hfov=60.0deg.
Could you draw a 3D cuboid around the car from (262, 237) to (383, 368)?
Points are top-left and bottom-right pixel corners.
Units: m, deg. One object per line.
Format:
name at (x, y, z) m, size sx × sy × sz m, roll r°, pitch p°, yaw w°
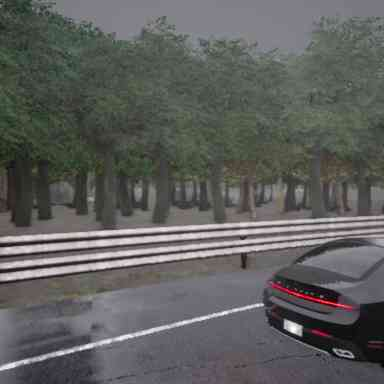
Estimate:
car at (3.384, 1.535, 5.614) m, size 4.892 × 1.490 × 1.837 m, roll 0°, pitch 0°, yaw -31°
